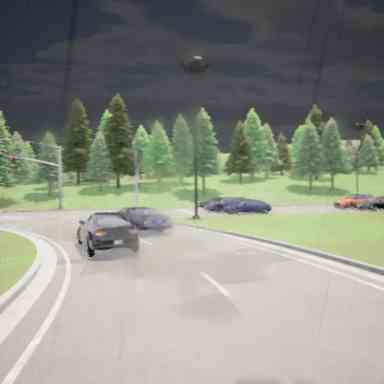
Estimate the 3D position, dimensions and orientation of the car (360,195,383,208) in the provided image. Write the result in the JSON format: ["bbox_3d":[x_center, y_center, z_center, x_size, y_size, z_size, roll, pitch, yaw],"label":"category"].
[{"bbox_3d":[24.091,1.170,42.273,4.674,1.442,1.812,-1,0,-11],"label":"car"}]

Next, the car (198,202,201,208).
[{"bbox_3d":[3.073,1.390,41.655,4.892,1.490,1.837,0,0,-11],"label":"car"}]

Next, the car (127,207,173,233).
[{"bbox_3d":[-3.145,1.547,18.854,2.033,1.411,5.357,-1,0,-37],"label":"car"}]

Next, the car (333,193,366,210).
[{"bbox_3d":[18.357,1.069,37.572,4.553,1.767,2.097,-1,0,-11],"label":"car"}]

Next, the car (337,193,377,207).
[{"bbox_3d":[22.516,1.006,45.516,4.553,1.767,2.097,-1,0,-11],"label":"car"}]

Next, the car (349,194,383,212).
[{"bbox_3d":[19.269,1.205,34.187,4.902,1.511,2.128,-1,0,-11],"label":"car"}]

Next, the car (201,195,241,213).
[{"bbox_3d":[3.714,1.242,34.647,4.553,1.767,2.097,-1,0,-11],"label":"car"}]

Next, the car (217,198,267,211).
[{"bbox_3d":[5.781,1.407,38.629,5.357,1.411,2.033,-1,0,-11],"label":"car"}]

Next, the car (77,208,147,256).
[{"bbox_3d":[-3.440,1.539,13.314,1.812,1.442,4.674,0,0,-25],"label":"car"}]

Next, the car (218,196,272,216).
[{"bbox_3d":[5.239,1.405,31.383,4.674,1.442,1.812,-1,0,-11],"label":"car"}]
